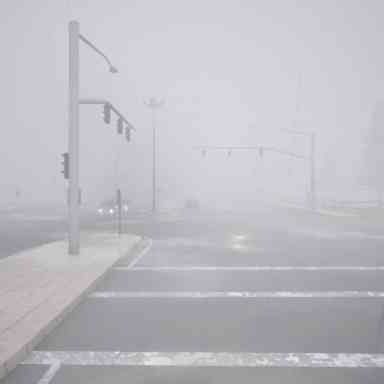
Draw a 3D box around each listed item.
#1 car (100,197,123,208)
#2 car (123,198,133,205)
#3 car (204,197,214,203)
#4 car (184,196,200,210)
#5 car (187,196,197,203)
[{"bbox_3d":[-11.572,1.600,47.180,1.895,1.301,4.718,0,0,1],"label":"car"},{"bbox_3d":[-11.568,1.600,57.168,1.895,1.301,4.718,0,0,0],"label":"car"},{"bbox_3d":[3.455,1.600,68.987,1.895,1.301,4.718,0,0,0],"label":"car"},{"bbox_3d":[-0.029,1.525,43.519,1.812,1.442,4.674,0,0,0],"label":"car"},{"bbox_3d":[-0.045,1.563,68.954,1.994,1.385,4.181,0,0,0],"label":"car"}]
